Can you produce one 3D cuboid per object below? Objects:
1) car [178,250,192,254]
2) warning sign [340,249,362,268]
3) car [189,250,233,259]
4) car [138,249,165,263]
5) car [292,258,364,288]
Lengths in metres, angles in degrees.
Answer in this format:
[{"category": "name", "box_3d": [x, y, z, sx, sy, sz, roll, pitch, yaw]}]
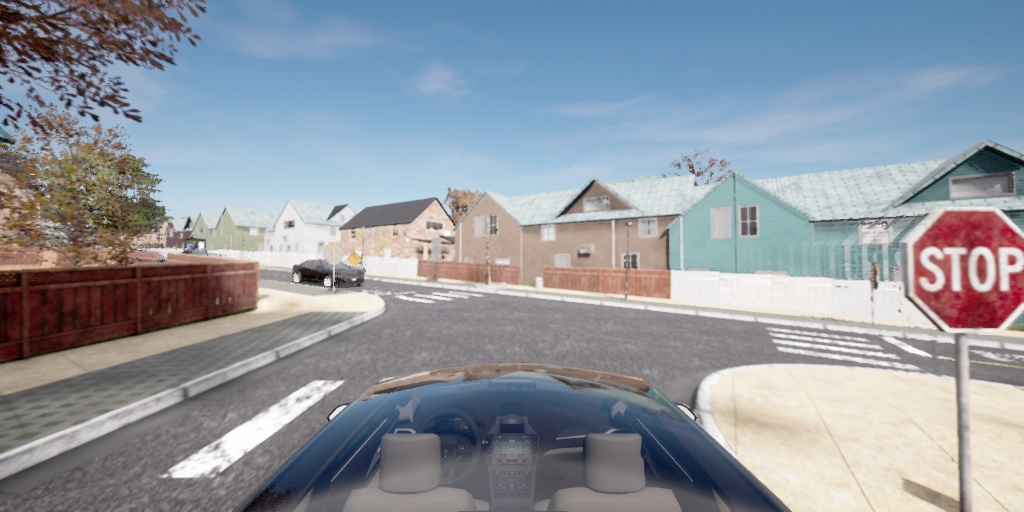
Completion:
[{"category": "car", "box_3d": [-34.849, 0.091, 39.259, 4.892, 1.490, 1.837, 3, 0, 33]}, {"category": "warning sign", "box_3d": [-12.269, 0.520, 27.964, 1.060, 1.860, 1.300, 0, 0, 32]}, {"category": "car", "box_3d": [-23.750, 0.514, 28.861, 4.181, 1.385, 1.994, 2, 0, 32]}, {"category": "car", "box_3d": [-39.774, -0.015, 39.040, 5.357, 1.411, 2.033, 2, -1, 32]}, {"category": "car", "box_3d": [-10.600, 0.906, 20.600, 5.008, 1.535, 1.882, 2, 0, 32]}]
